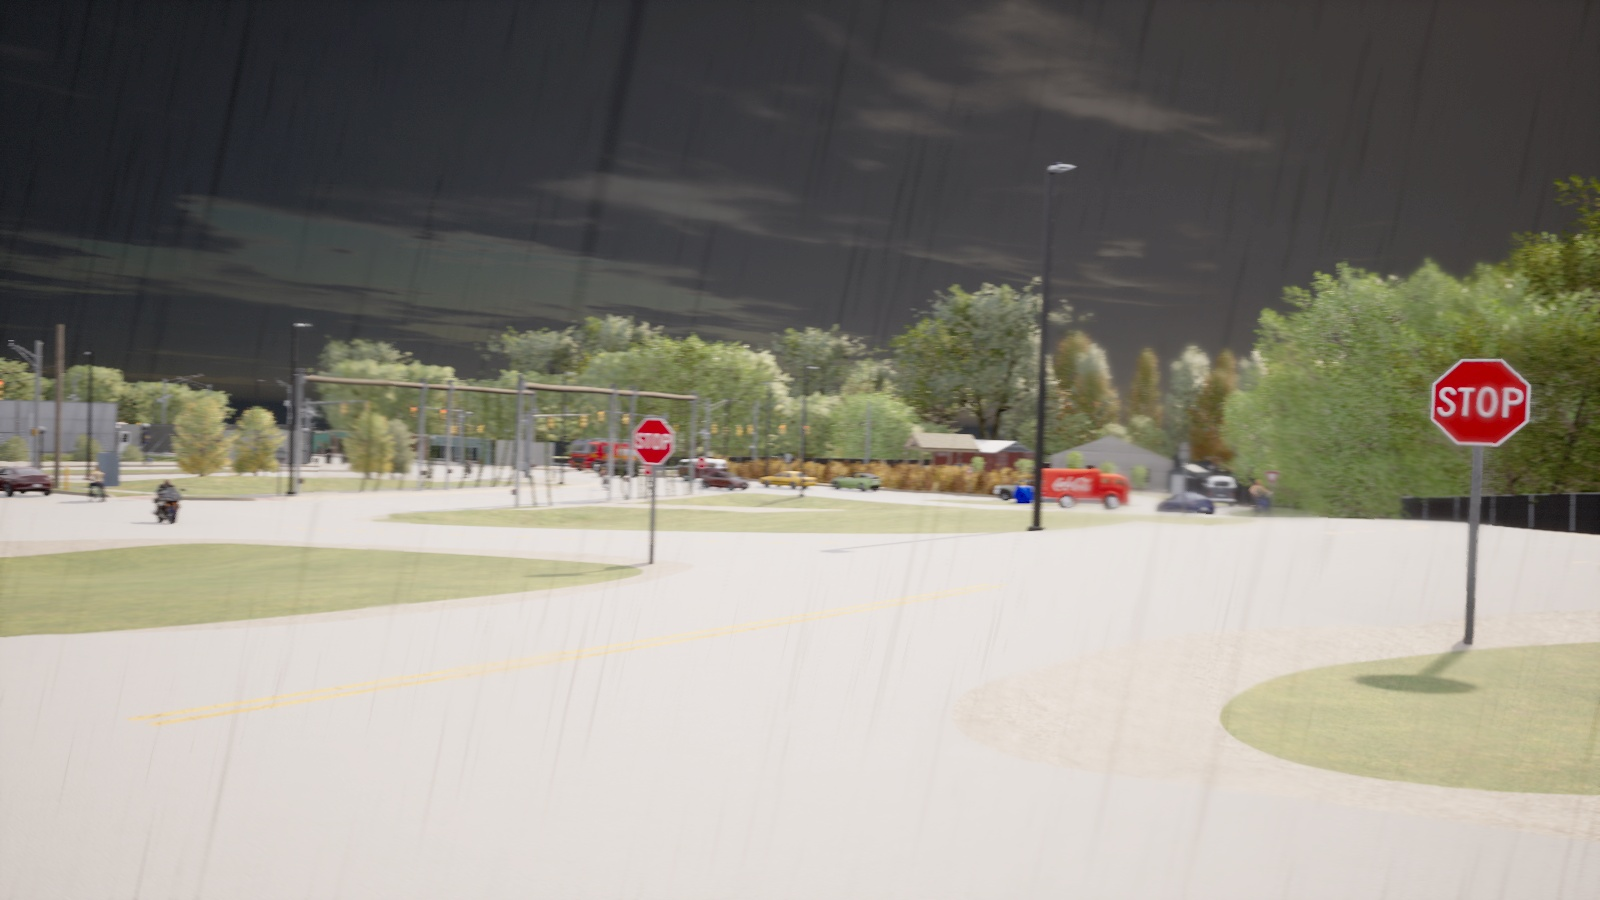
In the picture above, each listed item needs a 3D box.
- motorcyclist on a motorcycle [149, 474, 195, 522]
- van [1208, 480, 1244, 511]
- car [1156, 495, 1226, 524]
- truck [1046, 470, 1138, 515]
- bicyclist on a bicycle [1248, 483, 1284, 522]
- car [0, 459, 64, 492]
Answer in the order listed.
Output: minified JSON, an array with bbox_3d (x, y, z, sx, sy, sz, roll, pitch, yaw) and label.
[{"bbox_3d":[-20.874,1.587,41.707,0.866,1.530,2.191,2,-1,-40],"label":"motorcyclist on a motorcycle"},{"bbox_3d":[29.335,3.142,86.656,2.069,2.038,4.480,2,-2,16],"label":"van"},{"bbox_3d":[21.138,3.198,68.041,1.812,1.442,4.674,2,-2,-7],"label":"car"},{"bbox_3d":[17.901,2.582,77.270,5.204,2.467,2.627,2,1,7],"label":"truck"},{"bbox_3d":[19.791,2.221,53.330,0.866,1.612,1.509,1,-3,-4],"label":"bicyclist on a bicycle"},{"bbox_3d":[-38.052,1.223,61.579,4.674,1.442,1.812,1,0,38],"label":"car"}]
